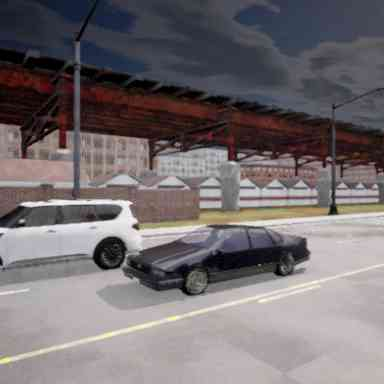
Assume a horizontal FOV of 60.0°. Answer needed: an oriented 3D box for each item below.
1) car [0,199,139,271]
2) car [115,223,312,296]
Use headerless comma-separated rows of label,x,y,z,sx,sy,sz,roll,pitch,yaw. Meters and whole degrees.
car,-4.180,1.236,9.586,5.566,2.045,2.150,0,0,-35
car,0.944,1.582,8.916,5.357,1.411,2.033,0,0,-35
